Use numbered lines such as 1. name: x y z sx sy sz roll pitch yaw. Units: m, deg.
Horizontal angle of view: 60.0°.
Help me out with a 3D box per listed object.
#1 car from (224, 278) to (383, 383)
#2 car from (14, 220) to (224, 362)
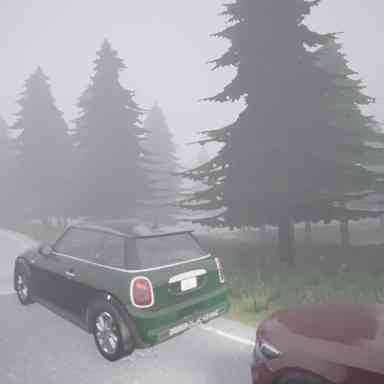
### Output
1. car: 2.754 1.531 2.593 4.674 1.442 1.812 1 0 36
2. car: -1.576 1.310 6.214 4.553 1.767 2.097 1 1 44
